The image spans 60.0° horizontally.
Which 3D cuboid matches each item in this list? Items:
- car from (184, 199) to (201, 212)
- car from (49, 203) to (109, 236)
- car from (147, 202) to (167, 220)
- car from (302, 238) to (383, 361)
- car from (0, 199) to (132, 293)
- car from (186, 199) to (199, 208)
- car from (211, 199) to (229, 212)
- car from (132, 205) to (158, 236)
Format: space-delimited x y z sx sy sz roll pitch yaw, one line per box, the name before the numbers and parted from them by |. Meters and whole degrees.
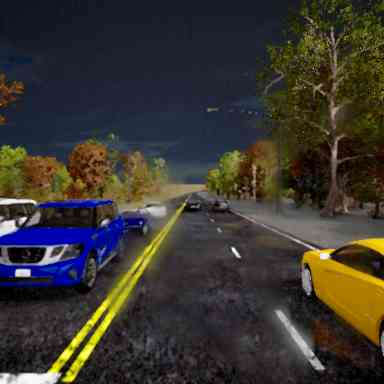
car | 0.104 1.668 40.436 1.994 1.385 4.181 0 0 0
car | -6.567 1.529 19.988 1.882 1.535 5.008 0 0 0
car | -3.269 1.601 29.303 1.812 1.442 4.674 0 0 0
car | 3.357 1.492 5.416 1.882 1.535 5.008 0 0 0
car | -3.336 1.245 9.304 2.150 2.045 5.566 0 0 0
car | 0.080 1.731 50.478 1.895 1.301 4.718 0 0 0
car | 3.341 1.566 39.762 2.128 1.511 4.902 0 -1 0
car | -3.317 1.649 19.067 1.895 1.301 4.718 0 0 0
